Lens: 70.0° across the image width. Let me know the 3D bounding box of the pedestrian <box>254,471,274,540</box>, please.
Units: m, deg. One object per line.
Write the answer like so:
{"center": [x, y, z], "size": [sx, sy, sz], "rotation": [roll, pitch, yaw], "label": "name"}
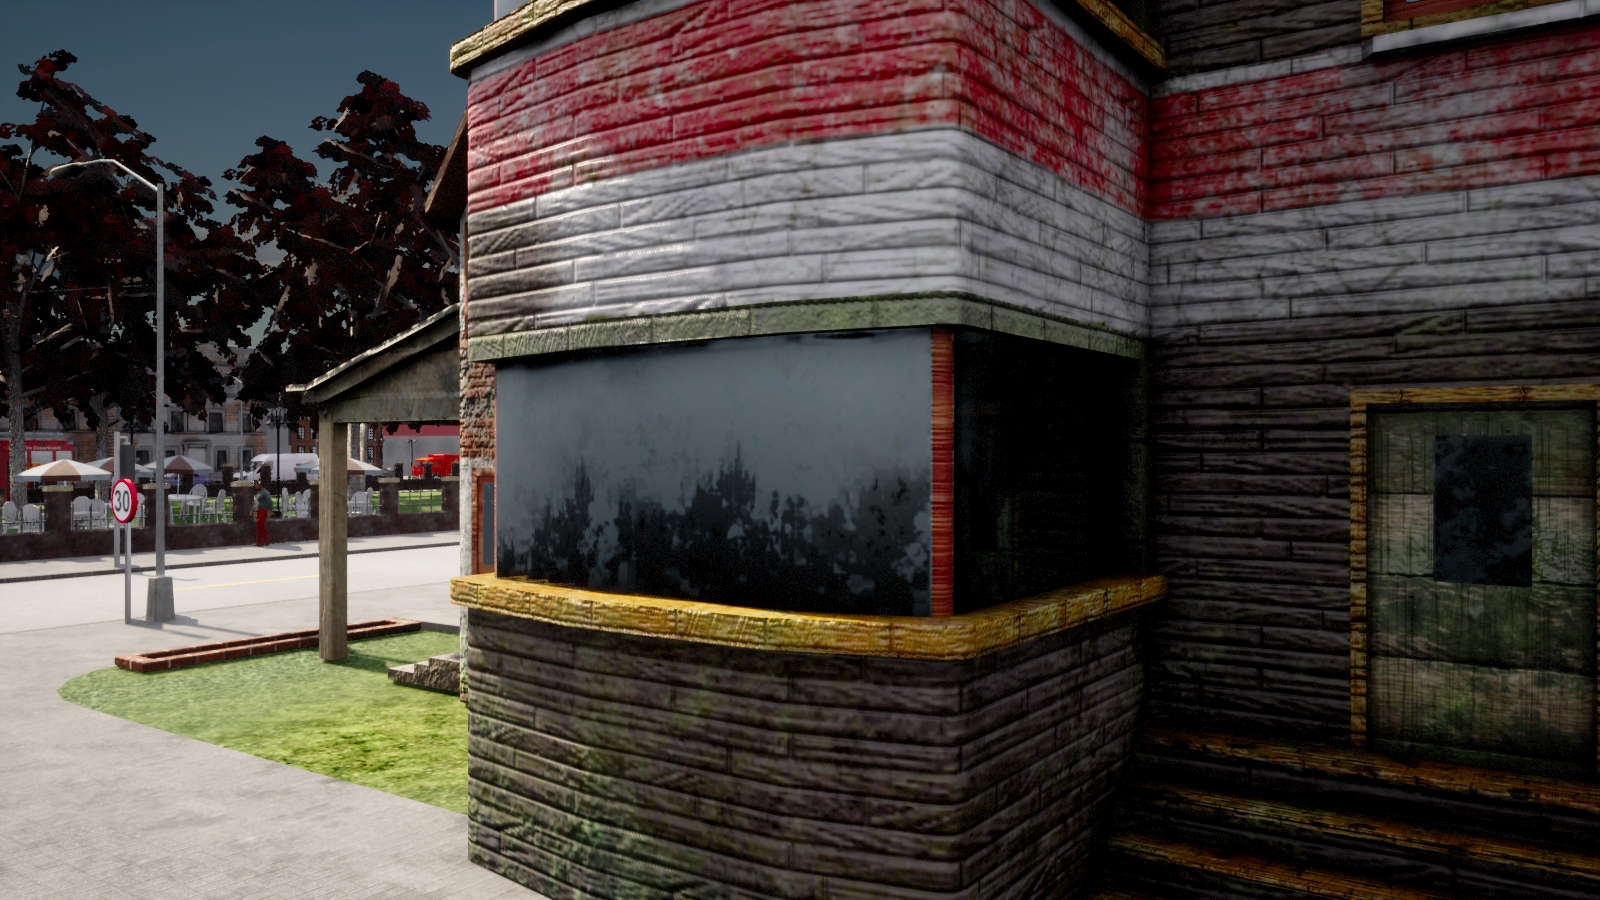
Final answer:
{"center": [-14.764, 1.517, 31.469], "size": [0.375, 1.860, 0.375], "rotation": [0, 0, 36], "label": "pedestrian"}
